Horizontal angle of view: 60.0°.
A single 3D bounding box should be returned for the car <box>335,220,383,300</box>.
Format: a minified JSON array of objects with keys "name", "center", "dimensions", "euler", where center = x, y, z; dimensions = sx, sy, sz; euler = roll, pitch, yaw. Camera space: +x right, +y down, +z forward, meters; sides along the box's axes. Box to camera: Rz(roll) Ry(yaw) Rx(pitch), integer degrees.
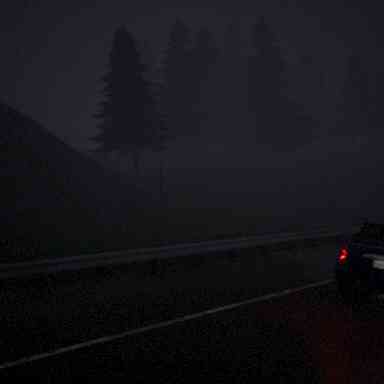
[{"name":"car","center":[5.213,1.346,7.265],"dimensions":[4.553,1.767,2.097],"euler":[0,0,-34]}]
